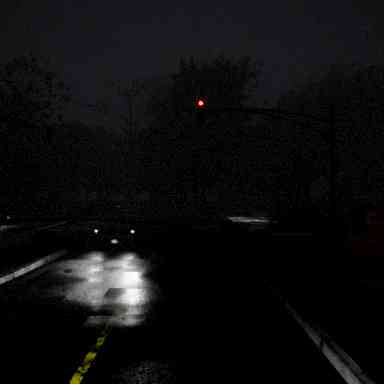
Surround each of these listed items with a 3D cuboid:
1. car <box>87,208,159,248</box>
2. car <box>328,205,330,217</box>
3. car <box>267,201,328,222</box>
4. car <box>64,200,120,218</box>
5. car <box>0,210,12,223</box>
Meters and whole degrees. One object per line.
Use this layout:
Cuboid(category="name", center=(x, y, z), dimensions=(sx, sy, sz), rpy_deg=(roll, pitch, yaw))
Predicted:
Cuboid(category="car", center=(-2.829, 1.600, 14.996), dimensions=(1.895, 1.301, 4.718), rpy_deg=(0, 0, 5))
Cuboid(category="car", center=(10.118, 1.541, 29.613), dimensions=(4.902, 1.511, 2.128), rpy_deg=(0, 0, 0))
Cuboid(category="car", center=(8.084, 1.600, 26.354), dimensions=(4.181, 1.385, 1.994), rpy_deg=(0, 0, 0))
Cuboid(category="car", center=(-8.778, 1.470, 29.546), dimensions=(4.902, 1.511, 2.128), rpy_deg=(0, 0, 0))
Cuboid(category="car", center=(-14.901, 1.472, 22.823), dimensions=(4.674, 1.442, 1.812), rpy_deg=(0, 0, 0))
